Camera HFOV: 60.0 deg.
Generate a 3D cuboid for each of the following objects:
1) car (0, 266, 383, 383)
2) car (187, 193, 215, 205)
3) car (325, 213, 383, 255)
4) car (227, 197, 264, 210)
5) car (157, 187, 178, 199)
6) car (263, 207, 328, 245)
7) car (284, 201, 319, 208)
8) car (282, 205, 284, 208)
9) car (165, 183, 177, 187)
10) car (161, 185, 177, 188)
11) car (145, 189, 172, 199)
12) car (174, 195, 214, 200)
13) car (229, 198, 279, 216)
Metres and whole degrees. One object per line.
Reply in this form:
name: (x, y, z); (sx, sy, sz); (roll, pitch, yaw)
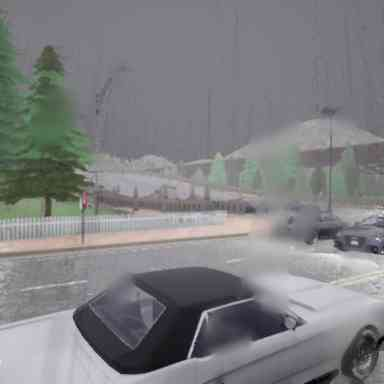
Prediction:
car: (0.311, 1.605, 3.909); (4.718, 1.301, 1.895); (0, 0, -33)
car: (1.386, 1.068, 53.098); (1.882, 1.535, 5.008); (0, 4, -34)
car: (7.392, 1.622, 12.775); (4.181, 1.385, 1.994); (0, 0, -33)
car: (7.128, 1.510, 44.725); (1.882, 1.535, 5.008); (0, 1, -34)
car: (-3.490, 0.669, 54.030); (2.097, 1.767, 4.553); (0, 4, -34)
car: (5.730, 1.634, 15.866); (4.181, 1.385, 1.994); (0, 0, -33)
car: (12.220, 1.666, 37.349); (1.994, 1.385, 4.181); (0, 0, -35)
car: (7.808, 1.638, 37.577); (1.994, 1.385, 4.181); (0, 0, -35)
car: (-5.160, -1.195, 75.267); (2.128, 1.511, 4.902); (0, 7, -34)
car: (-5.291, 0.020, 62.996); (1.837, 1.490, 4.892); (0, 6, -34)
car: (-5.502, 0.921, 50.764); (1.837, 1.490, 4.892); (0, 4, -34)
car: (0.308, 1.494, 42.283); (2.033, 1.411, 5.357); (0, 2, -35)
car: (6.016, 1.612, 34.010); (2.033, 1.411, 5.357); (0, 0, -35)
